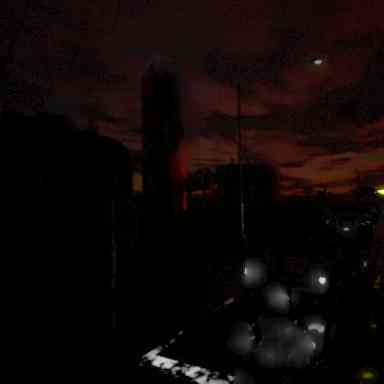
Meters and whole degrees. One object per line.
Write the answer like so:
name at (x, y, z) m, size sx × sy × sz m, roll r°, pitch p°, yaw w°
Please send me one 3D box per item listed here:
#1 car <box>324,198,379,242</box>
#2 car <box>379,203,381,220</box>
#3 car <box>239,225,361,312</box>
car at (8.834, 1.461, 18.409) m, size 2.150 × 2.045 × 5.566 m, roll -2°, pitch -1°, yaw 31°
car at (15.536, 1.570, 29.771) m, size 2.150 × 2.045 × 5.566 m, roll -2°, pitch 0°, yaw 31°
car at (2.872, 1.735, 8.301) m, size 1.895 × 1.301 × 4.718 m, roll -2°, pitch -1°, yaw 31°
